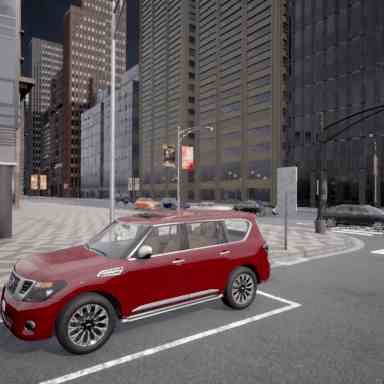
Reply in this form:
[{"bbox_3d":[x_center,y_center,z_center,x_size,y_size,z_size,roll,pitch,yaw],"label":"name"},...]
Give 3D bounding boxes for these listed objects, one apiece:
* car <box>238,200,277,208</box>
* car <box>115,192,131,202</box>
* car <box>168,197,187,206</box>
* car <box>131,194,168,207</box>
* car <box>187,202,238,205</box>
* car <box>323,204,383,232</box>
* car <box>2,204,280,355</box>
[{"bbox_3d":[6.097,1.559,31.743,2.128,1.511,4.902,1,-1,-36],"label":"car"},{"bbox_3d":[-11.139,1.066,55.839,2.150,2.045,5.566,1,-1,-36],"label":"car"},{"bbox_3d":[-2.358,1.476,43.491,2.097,1.767,4.553,1,-1,-36],"label":"car"},{"bbox_3d":[-5.482,1.455,42.274,2.097,1.767,4.553,1,-1,-36],"label":"car"},{"bbox_3d":[1.874,1.655,32.046,1.895,1.301,4.718,1,-1,-36],"label":"car"},{"bbox_3d":[10.331,1.504,20.305,1.837,1.490,4.892,1,-1,-36],"label":"car"},{"bbox_3d":[-0.672,1.315,6.290,5.009,1.841,2.192,0,0,-36],"label":"car"}]
